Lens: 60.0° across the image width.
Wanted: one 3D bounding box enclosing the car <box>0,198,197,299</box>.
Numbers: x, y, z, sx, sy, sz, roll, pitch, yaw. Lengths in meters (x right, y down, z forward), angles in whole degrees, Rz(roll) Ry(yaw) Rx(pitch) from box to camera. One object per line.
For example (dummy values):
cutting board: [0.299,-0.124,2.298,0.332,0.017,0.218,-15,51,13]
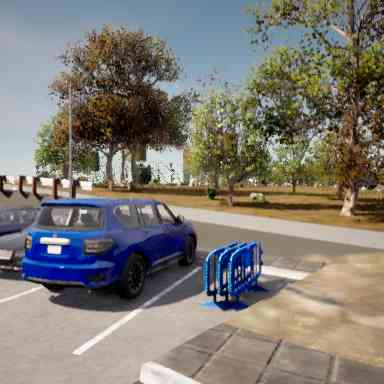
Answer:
car: [-1.620,1.193,8.593,2.435,2.045,5.566,0,-1,19]
